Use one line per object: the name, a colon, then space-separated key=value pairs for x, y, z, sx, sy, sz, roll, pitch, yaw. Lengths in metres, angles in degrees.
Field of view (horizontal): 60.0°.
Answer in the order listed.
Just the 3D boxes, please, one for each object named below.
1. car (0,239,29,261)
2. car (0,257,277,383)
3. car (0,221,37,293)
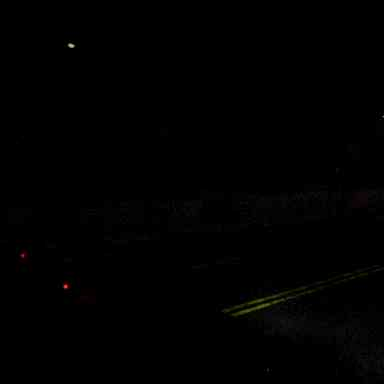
car: x=-4.422 y=1.557 z=4.523 sx=5.357 sy=1.411 sz=2.033 roll=-1 pitch=0 yaw=-36
car: x=-1.513 y=1.476 z=2.358 sx=5.008 sy=1.535 sz=1.882 roll=-1 pitch=0 yaw=-36
car: x=-6.421 y=1.558 z=7.089 sx=5.357 sy=1.411 sz=2.033 roll=-1 pitch=0 yaw=-35
